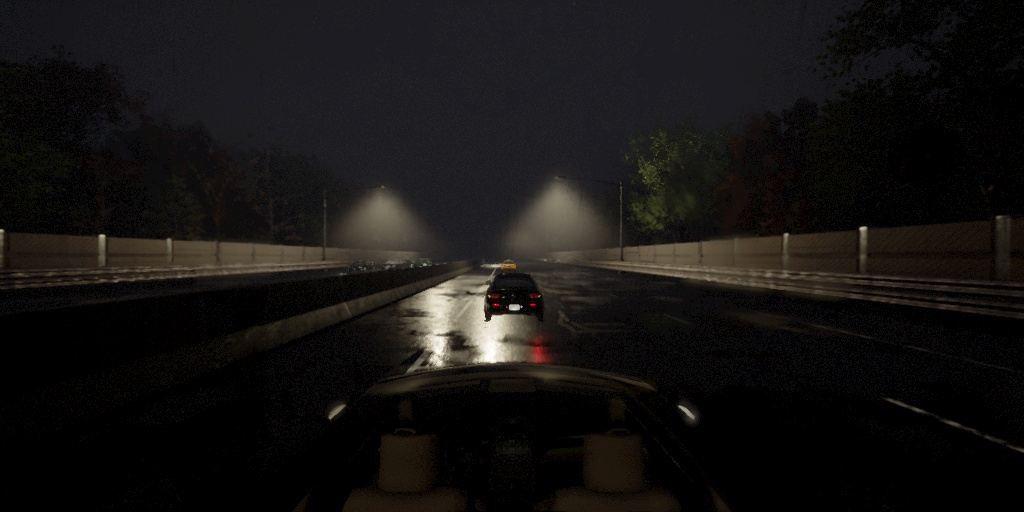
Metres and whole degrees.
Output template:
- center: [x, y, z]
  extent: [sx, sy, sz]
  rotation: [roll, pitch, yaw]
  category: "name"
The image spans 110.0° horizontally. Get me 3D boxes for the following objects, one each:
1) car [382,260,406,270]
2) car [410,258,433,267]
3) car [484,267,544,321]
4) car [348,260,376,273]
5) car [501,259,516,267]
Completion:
- center: [-14.619, 1.248, 44.481]
  extent: [2.128, 1.511, 4.902]
  rotation: [0, 0, -1]
  category: "car"
- center: [-11.116, 1.107, 44.300]
  extent: [2.097, 1.767, 4.553]
  rotation: [0, 0, -1]
  category: "car"
- center: [0.056, 1.278, 12.361]
  extent: [1.812, 1.442, 4.674]
  rotation: [0, 0, 0]
  category: "car"
- center: [-18.100, 1.260, 43.421]
  extent: [1.837, 1.490, 4.892]
  rotation: [0, 0, -1]
  category: "car"
- center: [-0.436, 1.215, 44.539]
  extent: [1.801, 1.575, 5.366]
  rotation: [0, 0, -1]
  category: "car"
